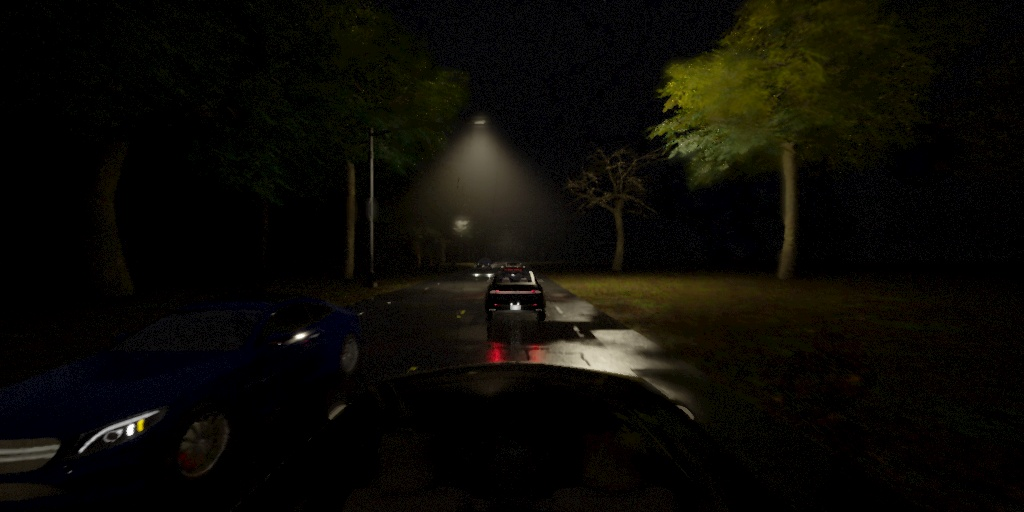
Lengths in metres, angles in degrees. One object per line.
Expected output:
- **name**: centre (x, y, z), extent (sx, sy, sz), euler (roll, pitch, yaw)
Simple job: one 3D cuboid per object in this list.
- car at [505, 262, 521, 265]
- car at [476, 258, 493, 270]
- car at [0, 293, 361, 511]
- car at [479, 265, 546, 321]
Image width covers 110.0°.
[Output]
- **car**: centre (0.110, 1.261, 30.957), extent (1.837, 1.490, 4.892), euler (0, 0, 0)
- **car**: centre (-3.489, 0.948, 46.027), extent (1.882, 1.535, 5.008), euler (0, 0, 0)
- **car**: centre (-3.598, 1.277, 4.710), extent (1.812, 1.442, 4.674), euler (0, 0, 0)
- **car**: centre (0.103, 1.246, 12.570), extent (2.128, 1.511, 4.902), euler (0, 0, 0)
